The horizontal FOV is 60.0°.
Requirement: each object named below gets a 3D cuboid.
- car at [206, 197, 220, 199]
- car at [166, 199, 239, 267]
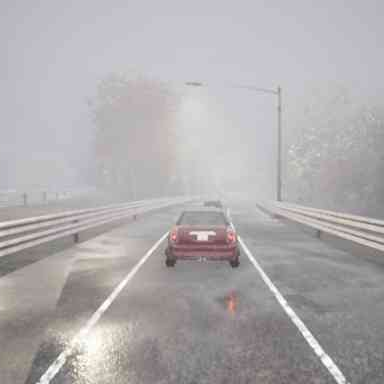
[{"bbox_3d":[2.245,1.224,35.448,1.882,1.535,5.008,0,1,6],"label":"car"},{"bbox_3d":[0.369,1.275,11.361,2.097,1.767,4.553,0,0,2],"label":"car"}]
